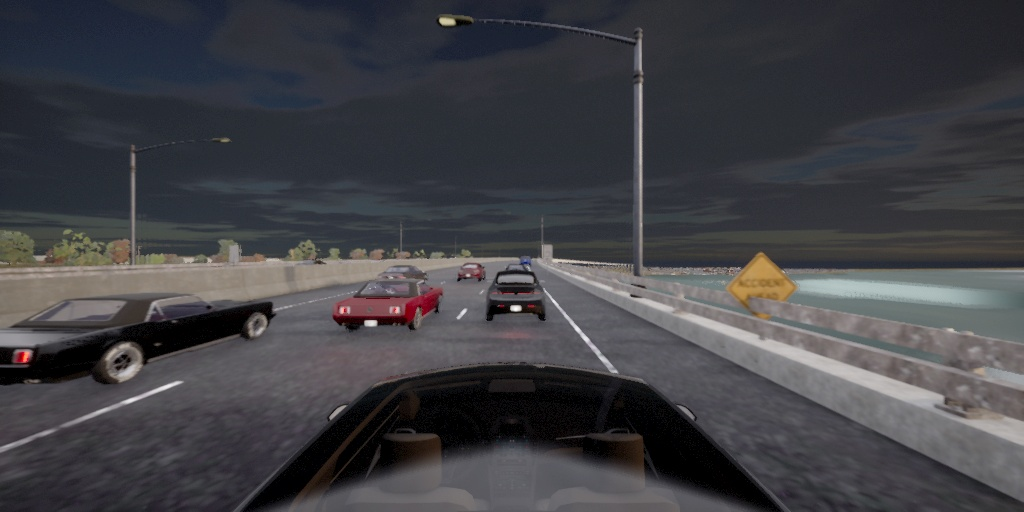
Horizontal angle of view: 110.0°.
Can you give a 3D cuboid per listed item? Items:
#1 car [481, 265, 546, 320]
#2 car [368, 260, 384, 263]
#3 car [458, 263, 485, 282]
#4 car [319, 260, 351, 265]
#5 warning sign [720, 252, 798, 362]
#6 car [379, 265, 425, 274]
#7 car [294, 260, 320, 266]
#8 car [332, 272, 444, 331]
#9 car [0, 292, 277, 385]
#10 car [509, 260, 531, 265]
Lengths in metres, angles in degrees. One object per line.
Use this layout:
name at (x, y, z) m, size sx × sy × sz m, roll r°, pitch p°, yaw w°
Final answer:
car at (0.135, 1.236, 12.566) m, size 1.837 × 1.490 × 4.892 m, roll 0°, pitch 0°, yaw 1°
car at (-17.007, 1.223, 44.762) m, size 1.812 × 1.442 × 4.674 m, roll 0°, pitch 0°, yaw 2°
car at (-3.173, 1.236, 28.598) m, size 1.812 × 1.442 × 4.674 m, roll 0°, pitch 0°, yaw 1°
car at (-20.558, 1.300, 43.023) m, size 1.895 × 1.301 × 4.718 m, roll 0°, pitch 0°, yaw 2°
warning sign at (4.559, 0.857, 6.536) m, size 1.300 × 1.860 × 1.060 m, roll 0°, pitch 0°, yaw 0°
car at (-6.788, 1.265, 22.615) m, size 2.033 × 1.411 × 5.357 m, roll 0°, pitch 0°, yaw 1°
car at (-24.058, 1.204, 42.886) m, size 1.837 × 1.490 × 4.892 m, roll 0°, pitch 0°, yaw 2°
car at (-3.381, 1.334, 10.877) m, size 1.895 × 1.301 × 4.718 m, roll 0°, pitch 0°, yaw 1°
car at (-6.924, 1.340, 6.953) m, size 1.895 × 1.301 × 4.718 m, roll 0°, pitch 0°, yaw 1°
car at (0.322, 1.275, 28.312) m, size 1.994 × 1.385 × 4.181 m, roll 0°, pitch 0°, yaw 1°
